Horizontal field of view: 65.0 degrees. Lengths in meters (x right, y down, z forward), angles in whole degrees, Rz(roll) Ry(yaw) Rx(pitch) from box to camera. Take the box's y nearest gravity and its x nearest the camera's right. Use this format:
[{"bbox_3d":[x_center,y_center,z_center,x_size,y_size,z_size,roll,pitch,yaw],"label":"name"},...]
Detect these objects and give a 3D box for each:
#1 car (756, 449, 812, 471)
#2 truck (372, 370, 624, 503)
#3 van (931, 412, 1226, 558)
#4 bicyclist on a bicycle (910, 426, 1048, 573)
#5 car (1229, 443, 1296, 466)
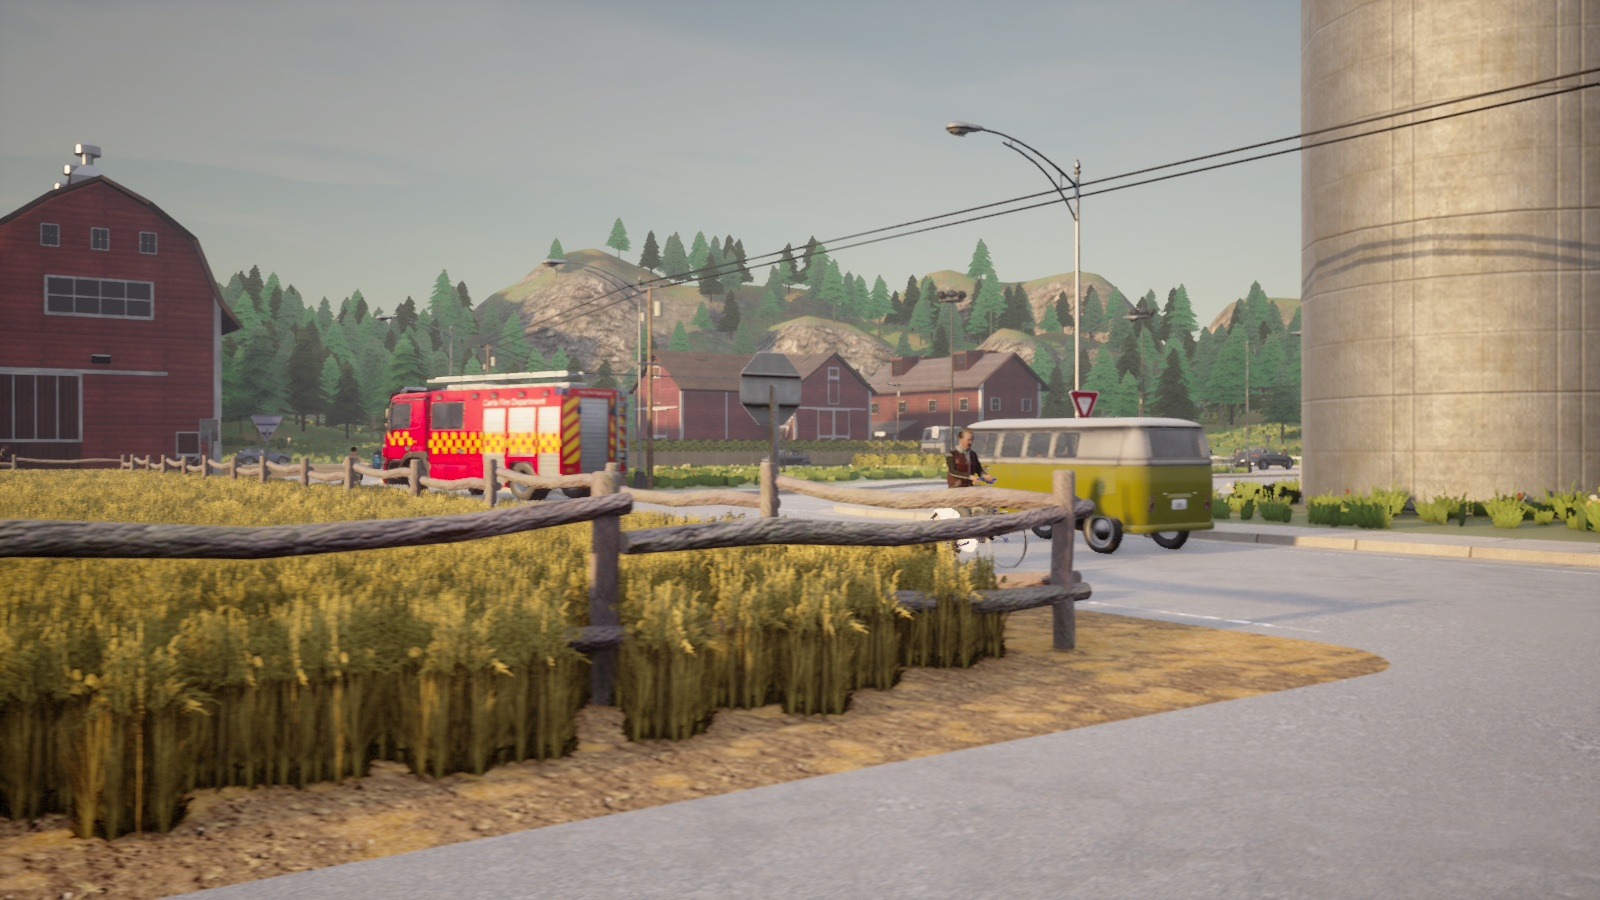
[{"bbox_3d":[-1.138,0.709,91.588,3.705,1.549,1.789,0,0,-35],"label":"car"},{"bbox_3d":[-9.702,-0.371,39.765,8.468,3.827,2.891,0,0,36],"label":"truck"},{"bbox_3d":[4.152,0.471,19.409,1.775,1.987,4.442,0,0,-34],"label":"van"},{"bbox_3d":[2.257,0.599,16.053,0.659,1.776,1.843,0,0,-35],"label":"bicyclist on a bicycle"},{"bbox_3d":[33.398,0.303,90.604,5.027,1.651,2.152,0,0,-37],"label":"car"}]
